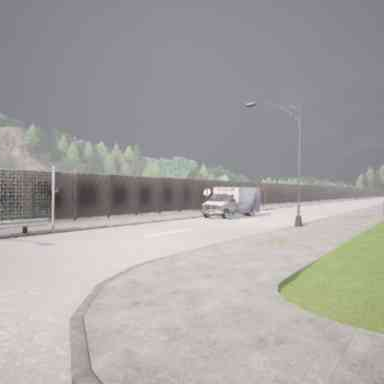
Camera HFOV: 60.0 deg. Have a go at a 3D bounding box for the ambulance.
[{"bbox_3d":[3.212,0.841,26.643,2.351,2.431,6.366,1,1,36],"label":"ambulance"}]
